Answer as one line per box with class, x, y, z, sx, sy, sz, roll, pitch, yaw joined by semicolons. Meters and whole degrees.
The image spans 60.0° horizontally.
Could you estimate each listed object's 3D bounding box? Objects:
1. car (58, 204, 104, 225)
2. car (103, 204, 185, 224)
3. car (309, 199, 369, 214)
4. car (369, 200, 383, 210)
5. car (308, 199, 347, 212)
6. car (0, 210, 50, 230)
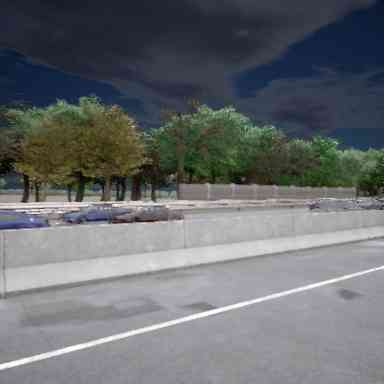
car;-6.958;1.606;24.639;5.357;1.411;2.033;0;0;-37
car;-3.067;1.615;23.295;5.357;1.411;2.033;0;0;-35
car;10.619;1.445;24.459;4.553;1.767;2.097;0;0;-35
car;21.841;1.645;41.036;4.181;1.385;1.994;0;0;-35
car;17.117;1.635;41.977;5.357;1.411;2.033;0;0;-35
car;-8.863;1.537;14.867;4.674;1.442;1.812;0;0;-35
